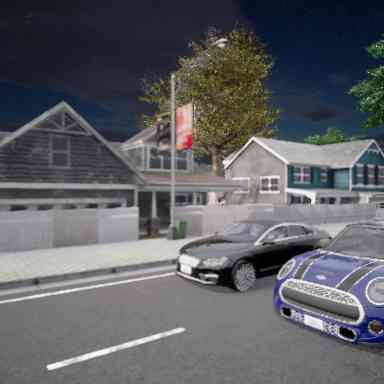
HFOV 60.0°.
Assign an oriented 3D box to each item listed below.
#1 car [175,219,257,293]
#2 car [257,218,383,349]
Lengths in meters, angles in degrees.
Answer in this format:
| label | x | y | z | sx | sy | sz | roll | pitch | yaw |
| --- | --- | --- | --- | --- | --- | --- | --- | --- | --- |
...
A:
| label | x | y | z | sx | sy | sz | roll | pitch | yaw |
| --- | --- | --- | --- | --- | --- | --- | --- | --- | --- |
| car | 1.862 | 1.501 | 9.001 | 4.902 | 1.511 | 2.128 | 0 | 0 | -35 |
| car | 3.649 | 1.361 | 6.283 | 4.553 | 1.767 | 2.097 | 0 | 0 | -35 |
